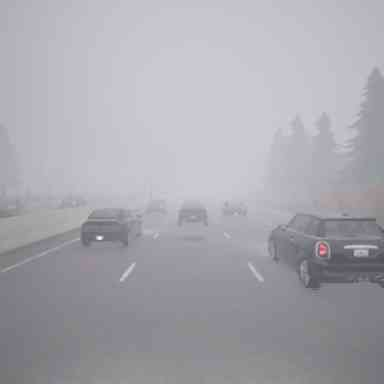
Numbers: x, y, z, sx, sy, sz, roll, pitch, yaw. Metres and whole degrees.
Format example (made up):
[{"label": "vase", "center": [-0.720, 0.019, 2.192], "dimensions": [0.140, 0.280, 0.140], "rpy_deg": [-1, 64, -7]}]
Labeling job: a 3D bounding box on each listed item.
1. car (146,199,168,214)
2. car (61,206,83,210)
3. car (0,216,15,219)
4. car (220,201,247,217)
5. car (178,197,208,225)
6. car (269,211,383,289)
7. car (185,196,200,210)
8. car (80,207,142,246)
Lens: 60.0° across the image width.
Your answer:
[{"label": "car", "center": [-3.442, 1.383, 33.005], "dimensions": [2.033, 1.411, 5.357], "rpy_deg": [0, 0, 0]}, {"label": "car", "center": [-14.132, 1.157, 39.508], "dimensions": [2.097, 1.767, 4.553], "rpy_deg": [0, 0, 0]}, {"label": "car", "center": [-10.620, 1.482, 16.707], "dimensions": [1.994, 1.385, 4.181], "rpy_deg": [0, 0, 0]}, {"label": "car", "center": [3.564, 1.454, 29.176], "dimensions": [1.895, 1.301, 4.718], "rpy_deg": [0, 0, 0]}, {"label": "car", "center": [0.064, 1.363, 22.947], "dimensions": [1.882, 1.535, 5.008], "rpy_deg": [0, 1, 0]}, {"label": "car", "center": [3.589, 1.305, 9.189], "dimensions": [2.097, 1.767, 4.553], "rpy_deg": [0, 0, 0]}, {"label": "car", "center": [0.038, 1.319, 41.320], "dimensions": [1.812, 1.442, 4.674], "rpy_deg": [0, 0, 0]}, {"label": "car", "center": [-3.418, 1.431, 14.722], "dimensions": [1.837, 1.490, 4.892], "rpy_deg": [0, 0, 0]}]
